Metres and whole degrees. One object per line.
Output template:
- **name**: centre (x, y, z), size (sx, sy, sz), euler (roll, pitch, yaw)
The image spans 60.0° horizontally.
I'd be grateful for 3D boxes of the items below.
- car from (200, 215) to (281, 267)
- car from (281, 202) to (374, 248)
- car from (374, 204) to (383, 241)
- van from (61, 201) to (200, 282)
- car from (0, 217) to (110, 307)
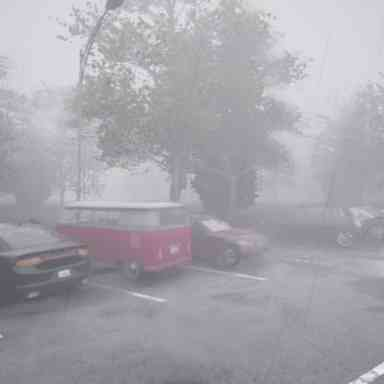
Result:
- **car**: centre (0.320, 1.513, 11.366), size (4.674, 1.452, 2.002), euler (-1, -1, 35)
- **car**: centre (5.233, 1.330, 14.723), size (4.553, 1.767, 2.185), euler (-1, 0, 35)
- **car**: centre (7.662, 1.447, 16.421), size (4.892, 1.521, 2.231), euler (-1, -1, 36)
- **van**: centre (-2.216, 1.255, 9.726), size (4.442, 1.987, 1.878), euler (-1, 0, 35)
- **car**: centre (-4.541, 1.484, 7.943), size (5.008, 1.535, 2.097), euler (-1, 0, 34)
